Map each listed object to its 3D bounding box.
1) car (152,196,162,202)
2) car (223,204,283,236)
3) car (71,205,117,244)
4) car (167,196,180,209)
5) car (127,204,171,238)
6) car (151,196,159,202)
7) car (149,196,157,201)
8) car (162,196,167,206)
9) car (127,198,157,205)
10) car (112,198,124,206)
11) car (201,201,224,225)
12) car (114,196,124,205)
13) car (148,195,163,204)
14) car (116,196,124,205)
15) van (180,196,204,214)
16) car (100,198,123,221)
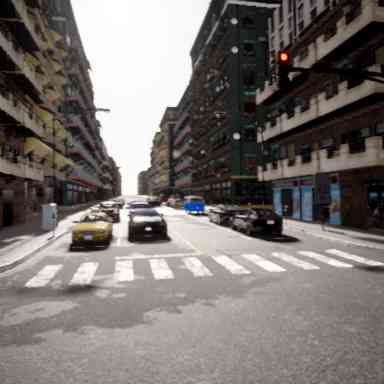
[{"bbox_3d":[-8.416,1.705,78.997,2.008,1.369,4.403,0,0,-11],"label":"car"},{"bbox_3d":[3.401,1.513,18.064,1.947,1.339,4.313,0,0,-11],"label":"car"},{"bbox_3d":[-4.792,1.599,16.301,1.752,1.417,4.829,0,0,-11],"label":"car"},{"bbox_3d":[-2.003,1.565,45.927,1.752,1.417,4.829,0,0,-11],"label":"car"},{"bbox_3d":[-2.483,1.602,17.930,1.994,1.385,4.181,-1,0,-11],"label":"car"},{"bbox_3d":[-9.523,1.699,84.704,1.752,1.417,4.829,0,0,-11],"label":"car"},{"bbox_3d":[-10.565,1.744,90.075,2.008,1.369,4.403,0,0,-11],"label":"car"},{"bbox_3d":[-3.045,1.640,51.299,1.802,1.307,4.206,0,0,-11],"label":"car"},{"bbox_3d":[-4.141,1.544,26.488,1.882,1.535,5.008,-1,0,-11],"label":"car"},{"bbox_3d":[-13.419,1.774,60.783,2.008,1.369,4.403,0,0,-11],"label":"car"},{"bbox_3d":[2.326,1.516,23.603,2.008,1.369,4.403,0,0,-11],"label":"car"},{"bbox_3d":[-14.493,1.682,66.323,1.967,1.590,4.097,0,0,-11],"label":"car"},{"bbox_3d":[-6.295,1.673,54.391,1.994,1.385,4.181,-1,0,-11],"label":"car"},{"bbox_3d":[-11.270,1.729,49.704,1.887,1.381,4.507,0,0,-11],"label":"car"},{"bbox_3d":[0.178,1.343,34.682,1.690,1.788,3.998,0,0,-11],"label":"van"},{"bbox_3d":[-6.974,1.550,27.547,1.967,1.590,4.097,0,0,-11],"label":"car"}]
